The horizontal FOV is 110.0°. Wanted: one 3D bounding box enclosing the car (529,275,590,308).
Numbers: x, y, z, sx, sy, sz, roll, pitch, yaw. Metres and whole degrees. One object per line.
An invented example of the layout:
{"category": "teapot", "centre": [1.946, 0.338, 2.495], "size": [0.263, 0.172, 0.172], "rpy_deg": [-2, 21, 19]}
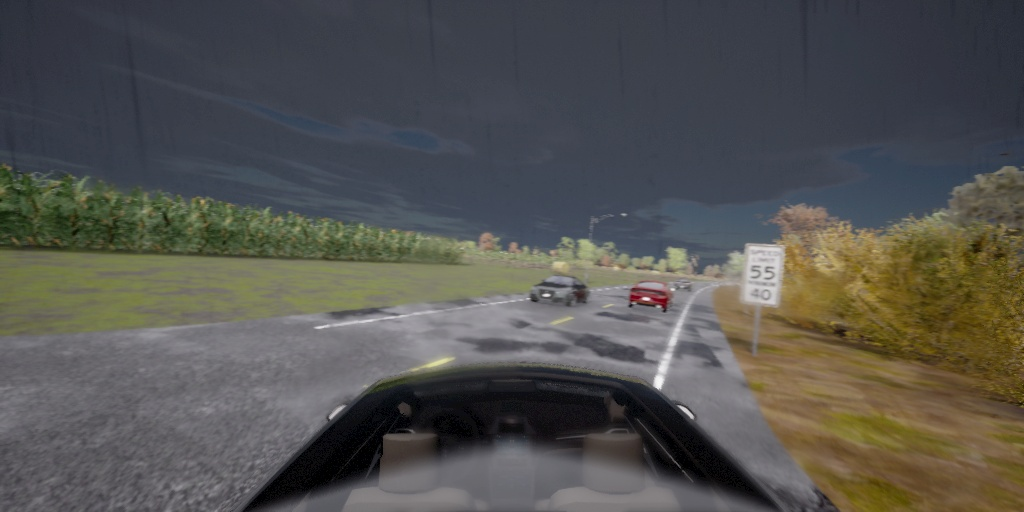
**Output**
{"category": "car", "centre": [2.459, 1.647, 17.616], "size": [1.994, 1.385, 4.181], "rpy_deg": [5, 0, 28]}

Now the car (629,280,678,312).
{"category": "car", "centre": [7.756, 2.084, 19.769], "size": [1.882, 1.535, 5.008], "rpy_deg": [5, 0, 28]}

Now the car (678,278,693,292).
{"category": "car", "centre": [21.363, 3.554, 44.540], "size": [2.128, 1.511, 4.902], "rpy_deg": [5, 0, 30]}
